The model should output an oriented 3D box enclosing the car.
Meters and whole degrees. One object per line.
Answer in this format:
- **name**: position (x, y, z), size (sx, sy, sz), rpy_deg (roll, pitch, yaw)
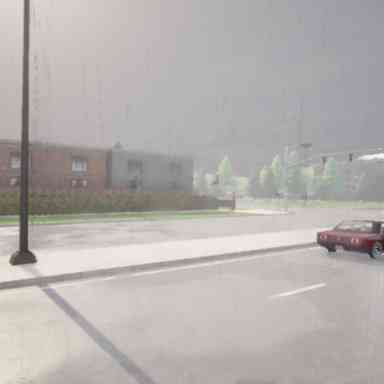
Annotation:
- **car**: position (7.124, 1.749, 13.226), size (4.718, 1.301, 1.895), rpy_deg (1, 0, -35)
